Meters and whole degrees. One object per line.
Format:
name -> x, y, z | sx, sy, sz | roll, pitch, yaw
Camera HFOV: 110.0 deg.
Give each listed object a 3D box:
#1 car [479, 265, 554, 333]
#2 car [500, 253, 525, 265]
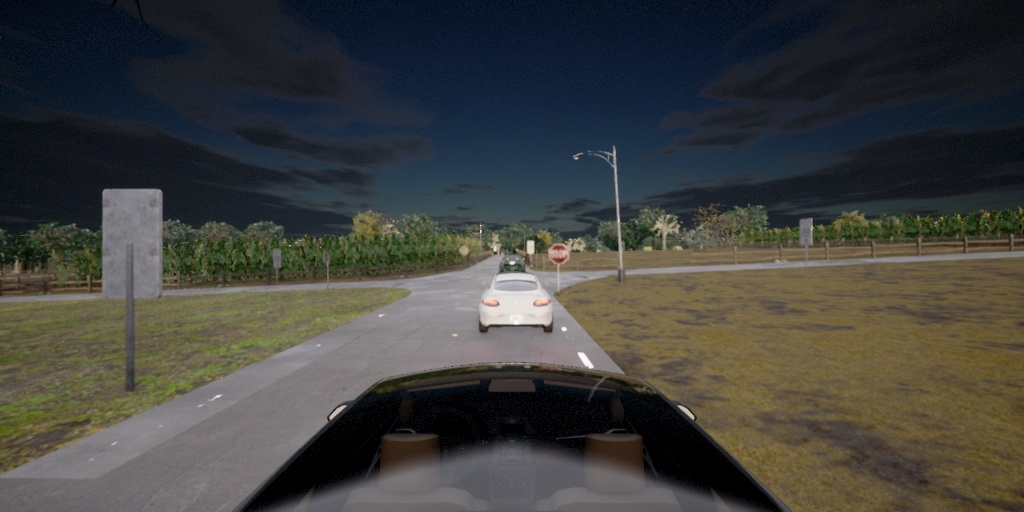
car -> 0.092, 1.173, 10.222 | 1.812, 1.442, 4.674 | 0, 1, 0
car -> 0.042, 0.571, 30.988 | 2.097, 1.767, 4.553 | 0, 1, 0
